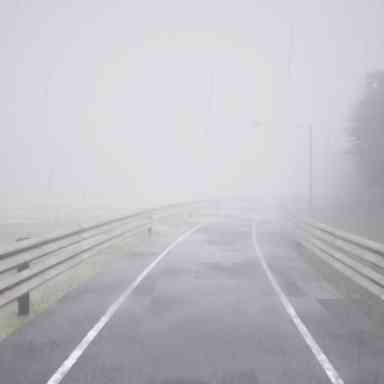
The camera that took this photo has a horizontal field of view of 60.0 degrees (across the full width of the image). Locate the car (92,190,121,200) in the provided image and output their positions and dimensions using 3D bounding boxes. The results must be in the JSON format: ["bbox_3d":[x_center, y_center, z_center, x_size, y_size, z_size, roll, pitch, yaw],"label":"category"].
[{"bbox_3d":[-16.196,0.808,64.449,4.892,1.490,1.837,0,0,-36],"label":"car"}]

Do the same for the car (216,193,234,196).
[{"bbox_3d":[8.788,1.008,86.577,5.357,1.411,2.033,0,0,-36],"label":"car"}]

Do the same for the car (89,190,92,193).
[{"bbox_3d":[-18.184,0.552,67.329,5.566,2.045,2.150,0,0,-36],"label":"car"}]

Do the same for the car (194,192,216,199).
[{"bbox_3d":[2.658,0.797,77.902,4.553,1.767,2.097,0,0,-36],"label":"car"}]

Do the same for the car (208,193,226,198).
[{"bbox_3d":[6.756,0.972,89.427,4.674,1.442,1.812,0,0,-36],"label":"car"}]
